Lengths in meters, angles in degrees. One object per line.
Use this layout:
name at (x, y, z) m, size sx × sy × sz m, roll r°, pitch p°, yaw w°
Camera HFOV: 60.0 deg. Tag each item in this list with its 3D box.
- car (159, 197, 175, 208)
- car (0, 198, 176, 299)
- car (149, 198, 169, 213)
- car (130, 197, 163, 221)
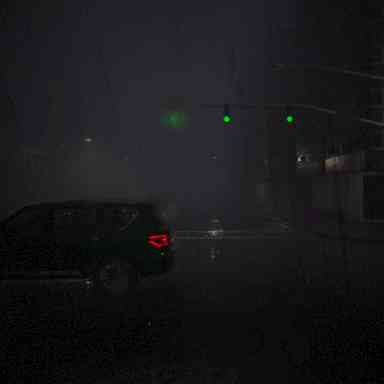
car at (-3.556, 1.501, 48.851) m, size 1.994 × 1.385 × 4.181 m, roll 0°, pitch 0°, yaw 0°
car at (-3.161, 1.214, 7.960) m, size 5.566 × 2.045 × 2.150 m, roll 0°, pitch 0°, yaw -1°
car at (-3.594, 1.477, 37.054) m, size 1.812 × 1.442 × 4.674 m, roll 0°, pitch 0°, yaw 0°
car at (-3.598, 1.317, 27.153) m, size 2.097 × 1.767 × 4.553 m, roll 0°, pitch 0°, yaw 0°
